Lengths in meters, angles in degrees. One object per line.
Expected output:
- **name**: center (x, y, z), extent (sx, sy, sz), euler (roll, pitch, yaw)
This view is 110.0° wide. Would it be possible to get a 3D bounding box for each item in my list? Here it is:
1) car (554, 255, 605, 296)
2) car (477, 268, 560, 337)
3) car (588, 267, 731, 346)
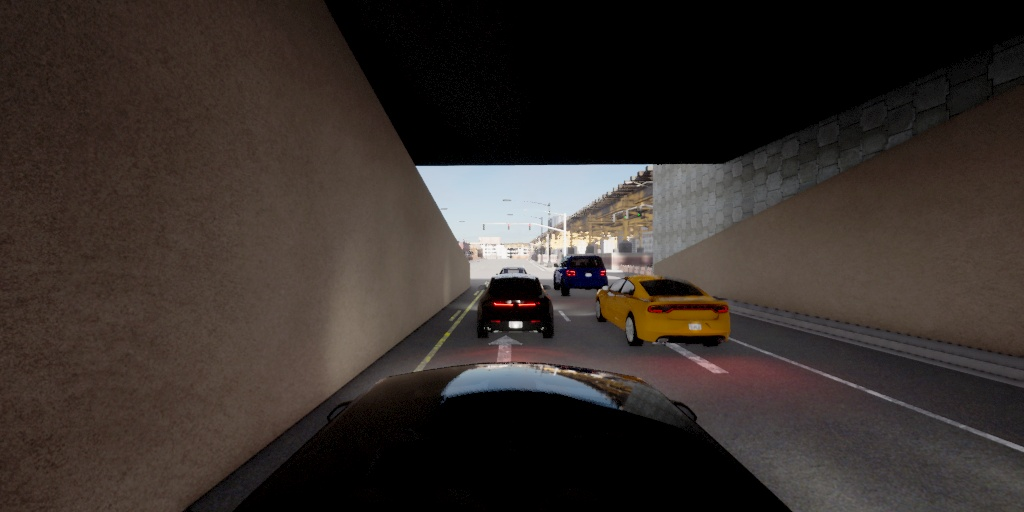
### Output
- **car**: center (3.571, 0.979, 19.440), extent (2.150, 2.045, 5.566), euler (0, 0, 0)
- **car**: center (0.077, 1.259, 10.270), extent (1.837, 1.490, 4.892), euler (0, 0, 0)
- **car**: center (3.575, 1.231, 9.471), extent (1.882, 1.535, 5.008), euler (0, 0, 0)
